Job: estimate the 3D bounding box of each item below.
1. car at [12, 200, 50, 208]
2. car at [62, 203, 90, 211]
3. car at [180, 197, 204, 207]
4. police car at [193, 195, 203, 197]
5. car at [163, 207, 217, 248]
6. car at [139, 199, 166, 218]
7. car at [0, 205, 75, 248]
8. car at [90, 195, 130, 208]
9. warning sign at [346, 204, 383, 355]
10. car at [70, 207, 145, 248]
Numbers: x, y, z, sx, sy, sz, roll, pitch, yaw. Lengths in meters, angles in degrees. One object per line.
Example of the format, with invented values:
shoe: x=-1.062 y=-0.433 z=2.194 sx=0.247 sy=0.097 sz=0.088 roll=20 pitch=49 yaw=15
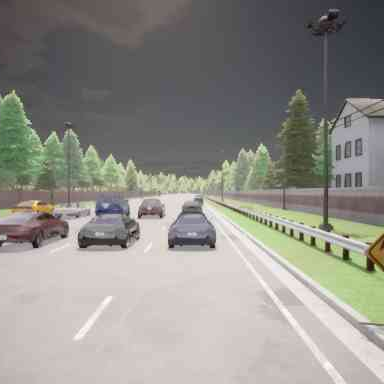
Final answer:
car: x=-14.000 y=1.484 z=29.650 sx=1.882 sy=1.535 sz=5.008 roll=0 pitch=0 yaw=0
car: x=-10.500 y=1.616 z=29.680 sx=1.895 sy=1.301 sz=4.718 roll=0 pitch=0 yaw=0
car: x=0.000 y=1.516 z=29.650 sx=1.837 sy=1.490 sz=4.892 roll=0 pitch=0 yaw=0
police car: x=1.225 y=1.425 z=64.762 sx=1.930 sy=1.638 sz=5.238 roll=0 pitch=0 yaw=0
car: x=0.000 y=1.572 z=14.650 sx=1.994 sy=1.385 sz=4.181 roll=0 pitch=0 yaw=0
car: x=-3.500 y=1.366 z=29.620 sx=2.097 sy=1.767 sz=4.553 roll=0 pitch=0 yaw=0
car: x=-7.000 y=1.532 z=14.650 sx=1.812 sy=1.442 sz=4.674 roll=0 pitch=0 yaw=0
car: x=-7.000 y=1.257 z=29.680 sx=2.150 sy=2.045 sz=5.566 roll=0 pitch=0 yaw=0
warning sign: x=3.050 y=1.114 z=4.652 sx=1.300 sy=1.860 sz=1.060 roll=0 pitch=0 yaw=0
car: x=-3.500 y=1.572 z=14.650 sx=1.994 sy=1.385 sz=4.181 roll=0 pitch=0 yaw=0
